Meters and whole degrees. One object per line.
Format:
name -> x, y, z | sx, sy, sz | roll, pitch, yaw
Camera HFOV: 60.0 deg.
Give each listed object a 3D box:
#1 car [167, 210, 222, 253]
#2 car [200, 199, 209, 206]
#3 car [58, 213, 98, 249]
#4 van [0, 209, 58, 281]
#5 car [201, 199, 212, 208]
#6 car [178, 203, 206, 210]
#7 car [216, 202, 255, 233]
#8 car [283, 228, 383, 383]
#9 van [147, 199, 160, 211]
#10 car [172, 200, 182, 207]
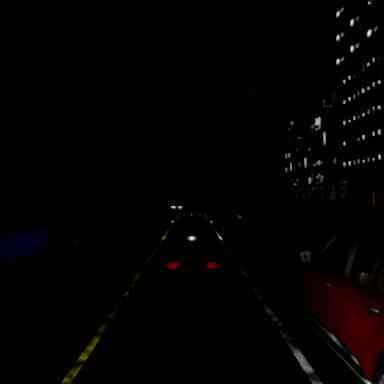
car -> 0.001, 1.706, 14.316 | 1.994, 1.385, 4.181 | 0, -1, 0
car -> 2.672, 2.297, 71.939 | 1.752, 1.417, 4.829 | 0, -1, 0
car -> -5.696, 1.697, 15.448 | 1.887, 1.381, 4.507 | 0, -1, 0
van -> -5.695, 1.438, 9.818 | 1.690, 1.788, 3.998 | 0, -1, 0
car -> 2.674, 2.205, 60.504 | 1.947, 1.339, 4.313 | 0, -1, 0
car -> -0.005, 1.895, 29.117 | 1.895, 1.301, 4.718 | 0, -1, 0
car -> 2.681, 1.525, 21.085 | 2.192, 1.841, 5.009 | 0, -1, 0
car -> 2.686, 1.356, 4.189 | 2.192, 1.841, 5.009 | 0, -1, 0
van -> -5.704, 1.853, 49.240 | 1.690, 1.788, 3.998 | 0, -1, 0
car -> -3.019, 2.264, 67.824 | 2.033, 1.411, 5.357 | 0, -1, 0
